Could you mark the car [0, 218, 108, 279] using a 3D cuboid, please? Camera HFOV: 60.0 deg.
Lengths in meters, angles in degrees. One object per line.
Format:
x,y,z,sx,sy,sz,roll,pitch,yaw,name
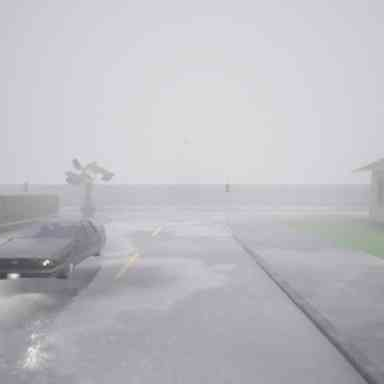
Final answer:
-4.081,1.549,10.295,2.033,1.411,5.357,0,0,0,car
